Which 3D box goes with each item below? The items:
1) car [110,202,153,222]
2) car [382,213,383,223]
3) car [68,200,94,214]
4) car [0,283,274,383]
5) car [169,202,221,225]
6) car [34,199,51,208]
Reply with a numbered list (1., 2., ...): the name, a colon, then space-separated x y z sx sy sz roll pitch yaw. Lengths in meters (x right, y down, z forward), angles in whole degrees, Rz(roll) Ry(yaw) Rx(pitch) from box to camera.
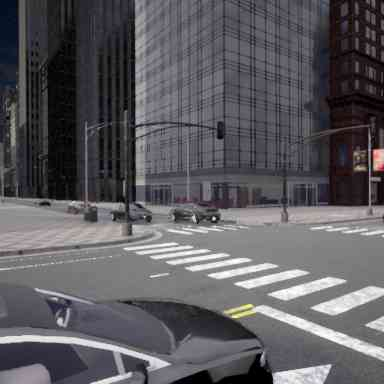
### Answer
1. car: -4.789 1.553 25.796 1.837 1.490 4.892 0 0 -35
2. car: 14.786 1.355 22.382 4.553 1.767 2.097 0 0 -36
3. car: -12.179 1.602 36.234 1.812 1.442 4.674 0 0 -35
4. car: -1.463 1.490 2.394 4.902 1.511 2.128 0 0 -36
5. car: 0.102 1.527 24.339 1.837 1.490 4.892 0 0 -34
6. car: -23.583 1.728 52.460 1.895 1.301 4.718 0 0 -35
